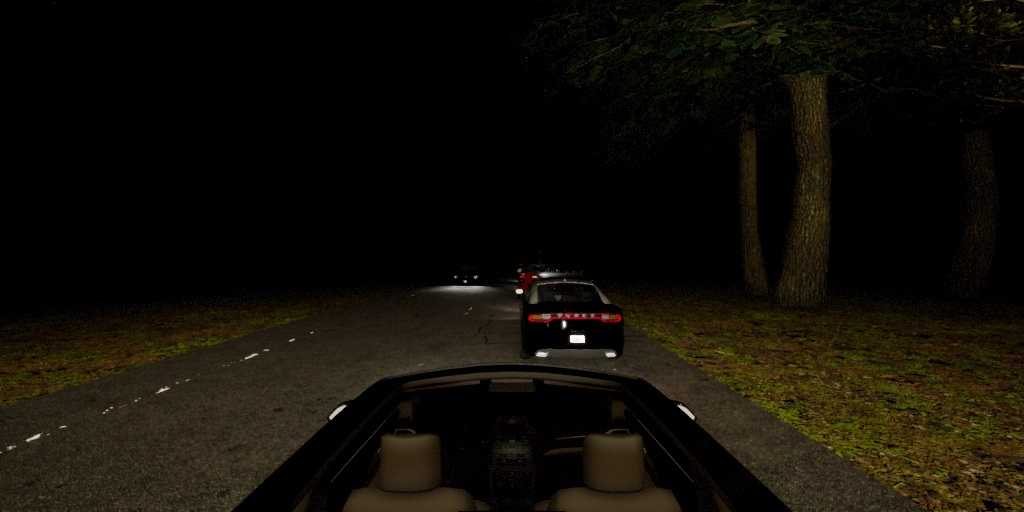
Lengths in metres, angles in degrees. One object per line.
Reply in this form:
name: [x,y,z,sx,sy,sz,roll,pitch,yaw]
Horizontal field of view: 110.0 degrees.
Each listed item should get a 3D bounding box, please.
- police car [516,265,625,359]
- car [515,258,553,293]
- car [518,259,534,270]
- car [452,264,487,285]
police car: [1.125,1.170,8.528,1.930,1.638,5.238,0,0,1]
car: [1.342,1.083,18.349,2.097,1.767,4.553,0,0,2]
car: [2.052,1.230,50.919,2.033,1.411,5.357,0,0,4]
car: [-2.925,1.266,25.940,2.033,1.411,5.357,0,0,2]
